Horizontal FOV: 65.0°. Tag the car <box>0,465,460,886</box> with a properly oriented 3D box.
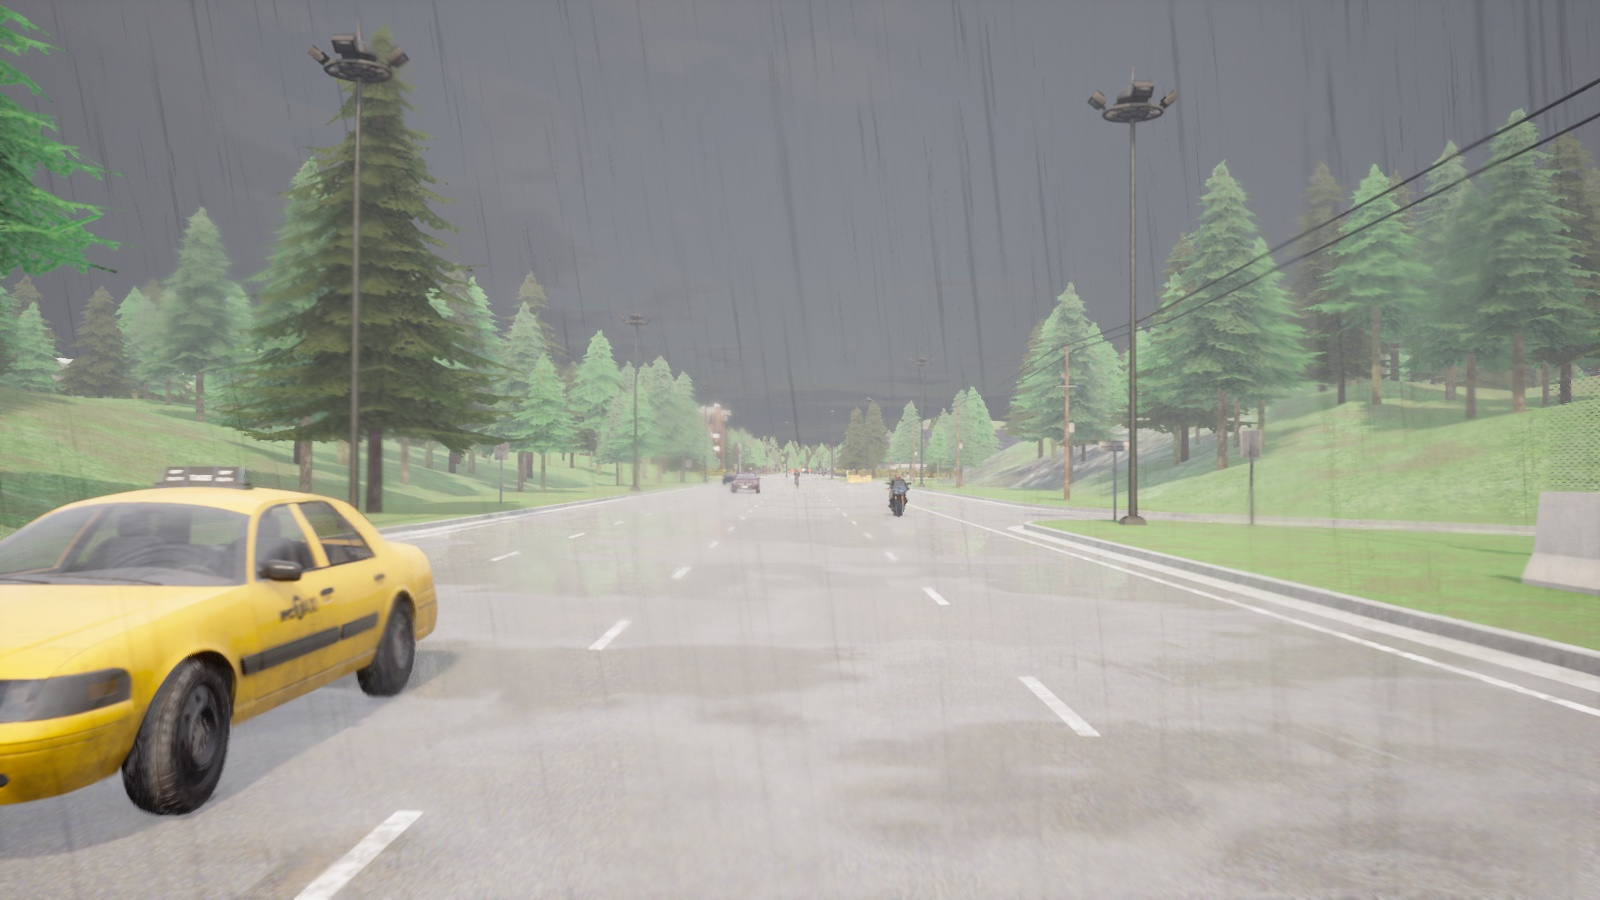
[{"bbox_3d":[-3.604,0.892,7.390,1.801,1.575,5.366,0,-1,-1],"label":"car"}]

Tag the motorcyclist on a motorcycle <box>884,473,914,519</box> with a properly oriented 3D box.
[{"bbox_3d":[3.395,1.561,43.328,0.866,1.530,2.191,0,-1,0],"label":"motorcyclist on a motorcycle"}]

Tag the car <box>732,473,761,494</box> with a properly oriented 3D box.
[{"bbox_3d":[-3.712,2.317,87.311,1.812,1.442,4.674,0,-1,0],"label":"car"}]
